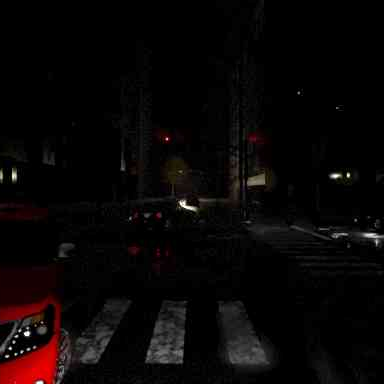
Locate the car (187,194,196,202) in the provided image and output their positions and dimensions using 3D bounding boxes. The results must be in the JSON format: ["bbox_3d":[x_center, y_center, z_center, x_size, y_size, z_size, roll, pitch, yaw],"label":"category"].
[{"bbox_3d":[-0.124,1.357,73.735,2.097,1.767,4.553,0,0,0],"label":"car"}]

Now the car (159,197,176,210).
[{"bbox_3d":[-3.116,1.476,43.245,1.882,1.535,5.008,0,0,0],"label":"car"}]

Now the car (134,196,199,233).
[{"bbox_3d":[-1.458,1.351,20.125,2.097,1.767,4.553,0,0,29],"label":"car"}]

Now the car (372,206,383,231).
[{"bbox_3d":[12.163,1.573,17.351,4.181,1.385,1.994,0,0,0],"label":"car"}]

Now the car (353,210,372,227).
[{"bbox_3d":[12.599,1.495,20.600,4.902,1.511,2.128,0,0,0],"label":"car"}]

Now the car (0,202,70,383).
[{"bbox_3d":[-3.035,1.222,4.915,2.150,2.045,5.566,2,-1,-20],"label":"car"}]

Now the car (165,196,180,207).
[{"bbox_3d":[-3.078,1.491,53.407,2.128,1.511,4.902,0,0,0],"label":"car"}]

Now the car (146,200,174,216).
[{"bbox_3d":[-3.101,1.546,33.441,2.033,1.411,5.357,0,0,4],"label":"car"}]
